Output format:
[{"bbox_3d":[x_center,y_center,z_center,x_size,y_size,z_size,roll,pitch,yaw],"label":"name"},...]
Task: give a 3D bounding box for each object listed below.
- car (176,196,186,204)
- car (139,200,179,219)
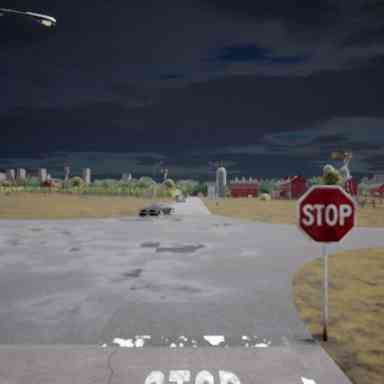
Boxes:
[{"bbox_3d":[-2.266,1.623,68.805,1.812,1.442,4.674,0,0,1],"label":"car"},{"bbox_3d":[-3.069,1.637,29.934,1.895,1.301,4.718,0,0,15],"label":"car"}]
